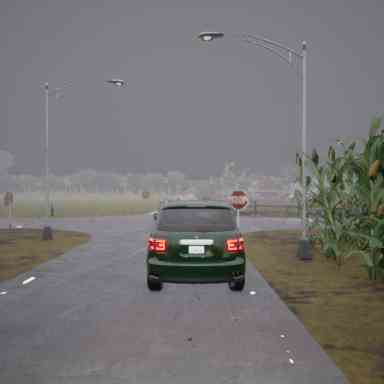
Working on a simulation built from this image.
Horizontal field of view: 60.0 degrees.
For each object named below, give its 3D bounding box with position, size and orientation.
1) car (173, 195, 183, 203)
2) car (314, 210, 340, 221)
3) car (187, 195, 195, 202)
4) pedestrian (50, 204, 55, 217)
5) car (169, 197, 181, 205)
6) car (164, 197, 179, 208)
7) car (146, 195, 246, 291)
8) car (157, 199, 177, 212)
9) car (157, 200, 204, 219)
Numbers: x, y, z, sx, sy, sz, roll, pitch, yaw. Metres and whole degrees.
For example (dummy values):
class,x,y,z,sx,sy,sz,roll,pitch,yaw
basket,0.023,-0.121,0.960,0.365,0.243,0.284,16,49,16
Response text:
class,x,y,z,sx,sy,sz,roll,pitch,yaw
car,-2.889,1.473,68.441,1.882,1.535,5.008,0,0,0
car,12.562,1.522,26.282,5.357,1.411,2.033,0,2,0
car,-0.157,1.479,80.817,1.882,1.535,5.008,0,0,0
pedestrian,-12.238,1.612,29.166,0.500,1.100,0.500,0,2,0
car,-2.941,1.557,58.380,1.994,1.385,4.181,0,0,0
car,-2.933,1.468,48.567,1.882,1.535,5.008,0,0,0
car,0.086,1.217,9.153,2.150,2.045,5.566,0,0,0
car,-2.924,1.552,39.833,1.994,1.385,4.181,0,0,0
car,-0.911,1.536,30.055,2.033,1.411,5.357,0,0,25
